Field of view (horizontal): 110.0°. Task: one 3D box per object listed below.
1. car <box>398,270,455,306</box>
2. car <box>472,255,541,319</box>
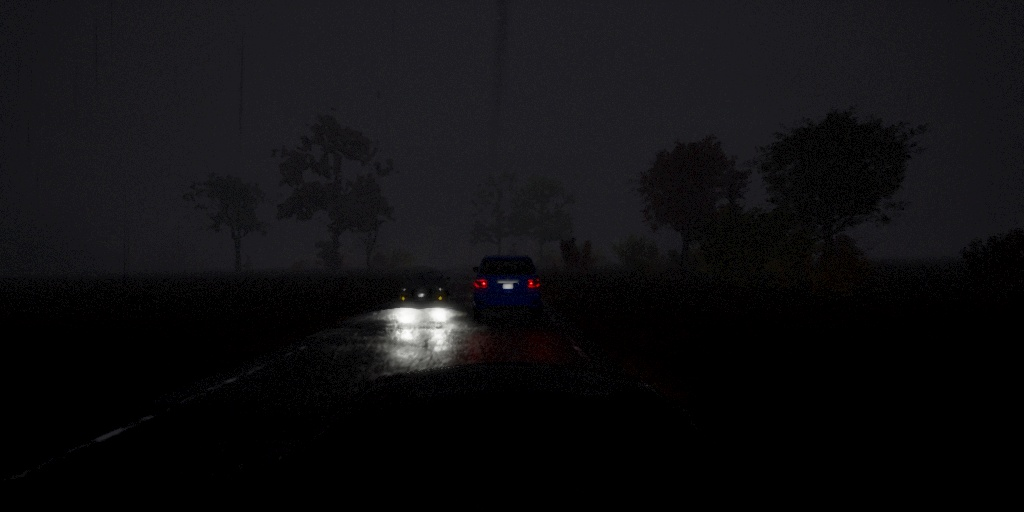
[{"bbox_3d":[-3.625,1.334,15.876,1.994,1.385,4.181,0,0,-4],"label":"car"},{"bbox_3d":[-0.254,0.981,13.108,2.150,2.045,5.566,0,0,-3],"label":"car"}]
